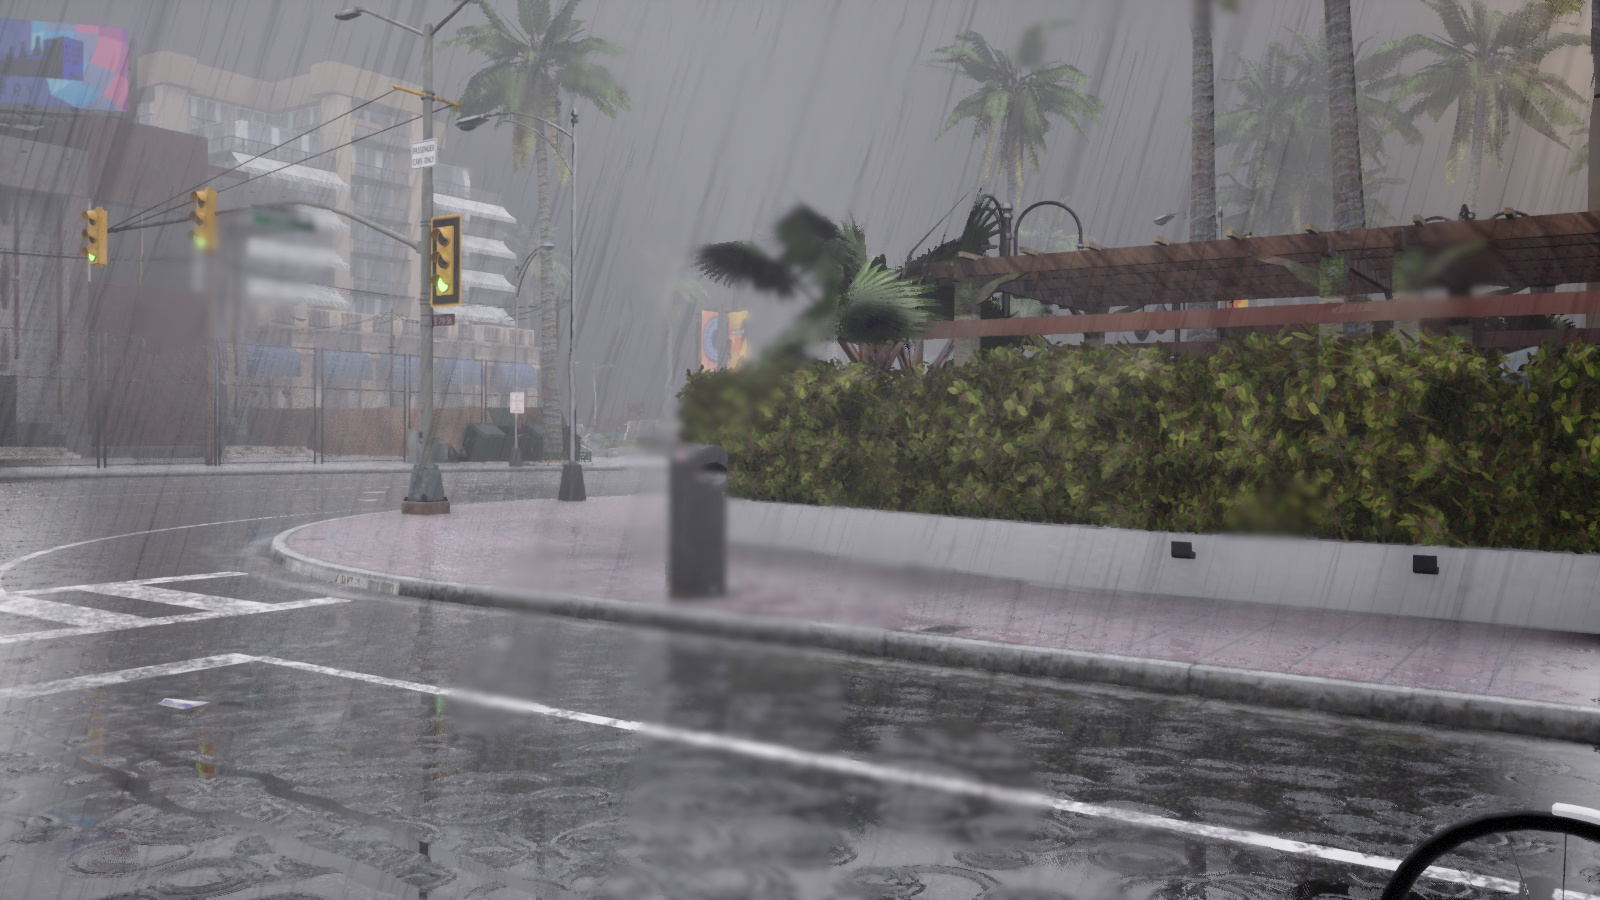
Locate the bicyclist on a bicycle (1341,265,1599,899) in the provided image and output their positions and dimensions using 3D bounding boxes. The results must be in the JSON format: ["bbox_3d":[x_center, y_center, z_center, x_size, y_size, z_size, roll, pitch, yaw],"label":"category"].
[{"bbox_3d":[2.029,0.553,2.267,1.843,1.776,0.659,0,1,34],"label":"bicyclist on a bicycle"}]
